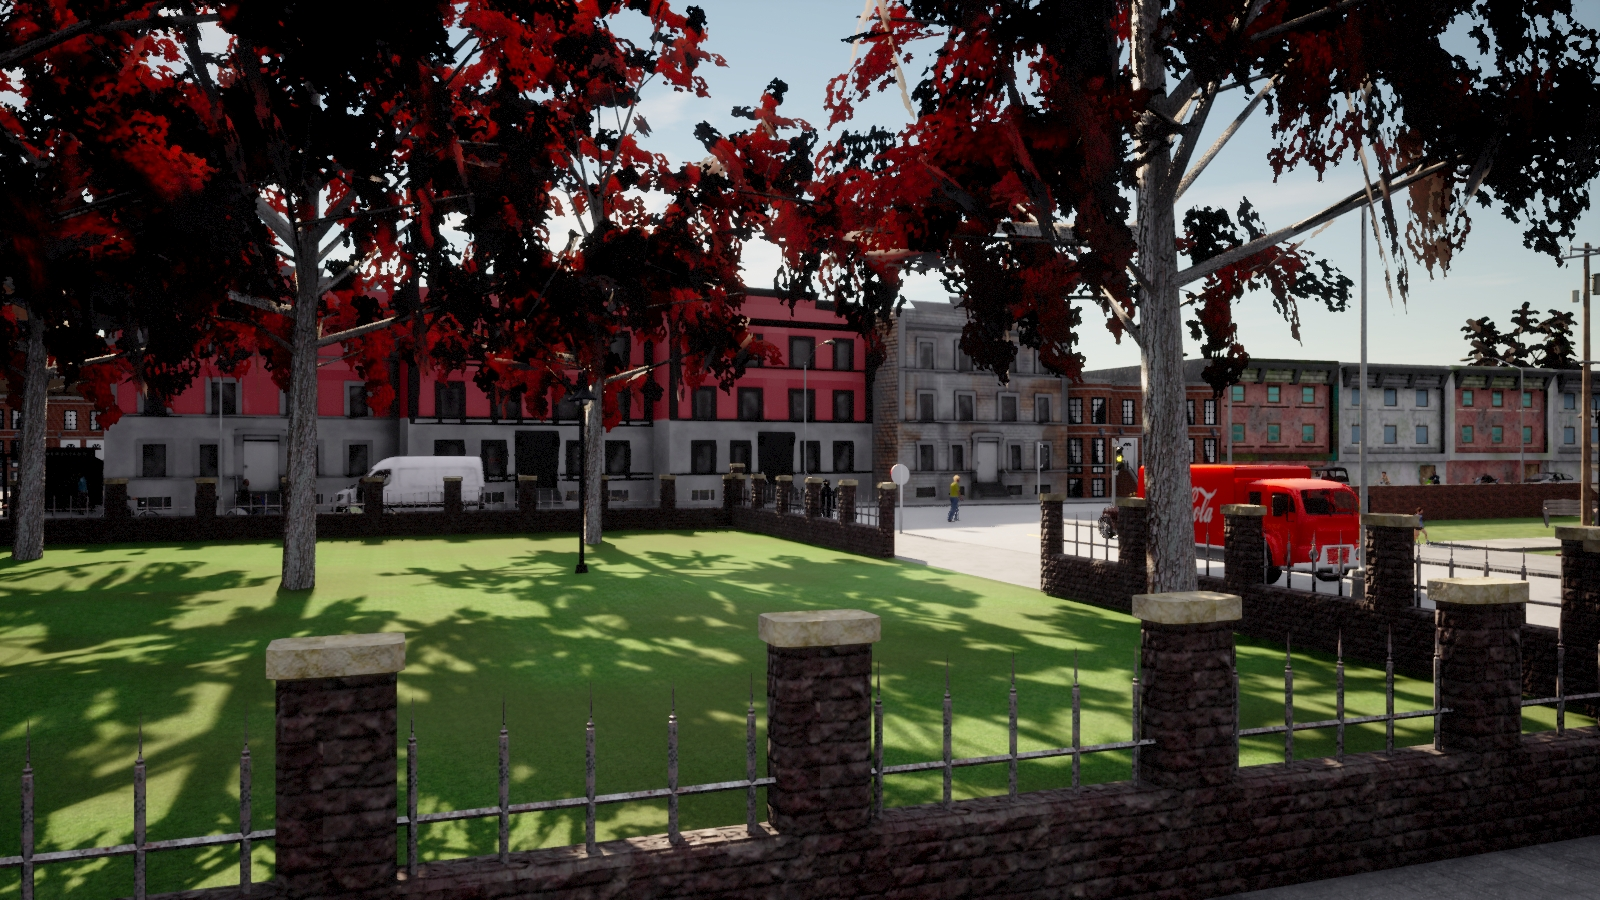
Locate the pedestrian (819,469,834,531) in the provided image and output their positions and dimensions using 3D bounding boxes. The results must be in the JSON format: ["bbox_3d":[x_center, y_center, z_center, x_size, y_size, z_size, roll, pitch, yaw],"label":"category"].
[{"bbox_3d":[0.812,1.525,34.982,0.375,1.860,0.375,0,0,-20],"label":"pedestrian"}]

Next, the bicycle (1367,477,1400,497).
[{"bbox_3d":[32.543,2.036,63.766,1.487,1.080,0.859,0,0,-20],"label":"bicycle"}]

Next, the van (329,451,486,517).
[{"bbox_3d":[-15.865,1.314,46.324,5.915,2.561,1.988,0,0,-20],"label":"van"}]

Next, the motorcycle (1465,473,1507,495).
[{"bbox_3d":[39.853,1.985,66.375,2.209,1.251,0.867,0,0,-20],"label":"motorcycle"}]

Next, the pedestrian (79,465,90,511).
[{"bbox_3d":[-28.890,1.522,46.144,0.375,1.860,0.375,0,0,-33],"label":"pedestrian"}]

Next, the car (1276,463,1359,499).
[{"bbox_3d":[28.140,1.638,62.162,3.866,1.878,1.905,0,0,-20],"label":"car"}]

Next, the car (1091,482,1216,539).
[{"bbox_3d":[10.747,1.803,34.949,1.789,1.549,3.705,0,0,-20],"label":"car"}]

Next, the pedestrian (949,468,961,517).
[{"bbox_3d":[5.949,1.628,43.869,0.375,1.860,0.375,0,0,-15],"label":"pedestrian"}]

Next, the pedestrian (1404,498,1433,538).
[{"bbox_3d":[17.409,1.904,32.164,0.500,1.100,0.500,0,0,-24],"label":"pedestrian"}]

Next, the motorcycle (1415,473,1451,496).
[{"bbox_3d":[36.002,1.962,64.979,1.805,1.236,0.856,0,0,-20],"label":"motorcycle"}]

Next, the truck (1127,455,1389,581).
[{"bbox_3d":[9.964,1.348,25.442,2.627,2.467,5.204,0,0,-20],"label":"truck"}]
